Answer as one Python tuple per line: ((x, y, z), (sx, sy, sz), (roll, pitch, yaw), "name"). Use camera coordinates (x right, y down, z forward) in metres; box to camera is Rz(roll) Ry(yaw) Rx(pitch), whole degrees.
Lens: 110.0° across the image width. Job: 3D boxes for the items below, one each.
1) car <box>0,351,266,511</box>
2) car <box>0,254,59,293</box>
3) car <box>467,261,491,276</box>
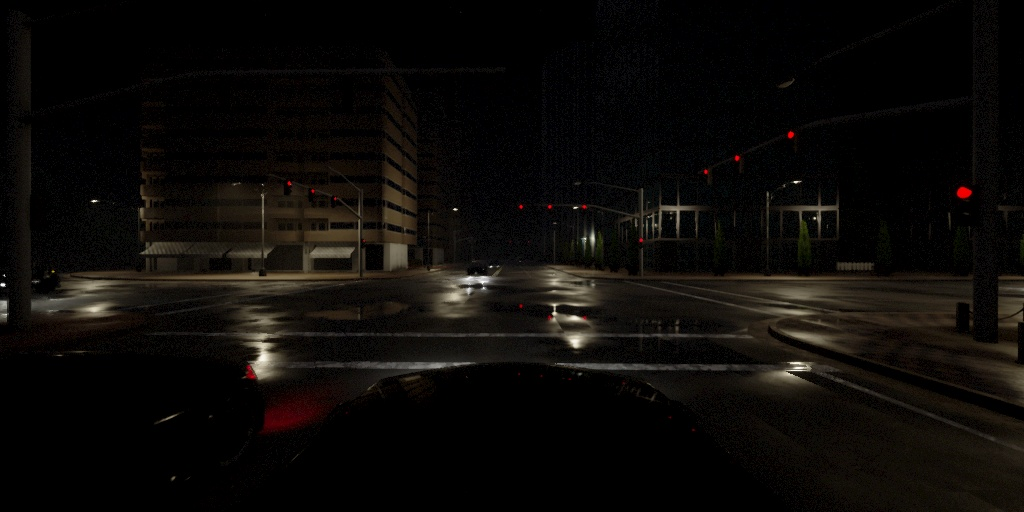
((-3.501, 1.329, 1.923), (1.994, 1.385, 4.181), (0, 0, 0), "car")
((-26.268, 0.915, 18.007), (5.566, 2.045, 2.150), (0, 0, 6), "car")
((-3.508, 1.370, 37.130), (1.895, 1.301, 4.718), (0, 0, 0), "car")
